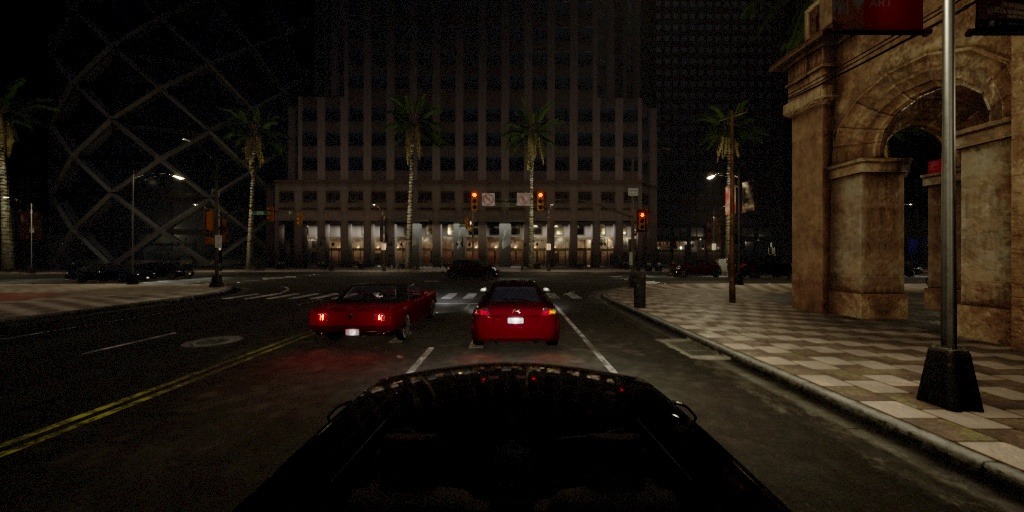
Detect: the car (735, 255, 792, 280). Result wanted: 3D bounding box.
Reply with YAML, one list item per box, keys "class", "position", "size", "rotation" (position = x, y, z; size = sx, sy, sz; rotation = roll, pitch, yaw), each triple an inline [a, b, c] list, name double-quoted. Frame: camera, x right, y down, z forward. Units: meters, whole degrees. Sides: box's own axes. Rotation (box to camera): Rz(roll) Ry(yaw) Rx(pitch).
- class: "car"
  position: [22.081, 0.971, 31.353]
  size: [5.566, 2.045, 2.150]
  rotation: [0, 0, 0]

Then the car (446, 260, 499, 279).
- class: "car"
  position: [-3.384, 1.102, 31.418]
  size: [4.553, 1.767, 2.097]
  rotation: [0, 0, 0]

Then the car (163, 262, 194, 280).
- class: "car"
  position: [-30.460, 1.276, 31.152]
  size: [4.674, 1.442, 1.812]
  rotation: [0, 0, -4]

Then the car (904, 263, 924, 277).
- class: "car"
  position: [36.676, 1.297, 35.004]
  size: [5.357, 1.411, 2.033]
  rotation: [0, 0, 0]

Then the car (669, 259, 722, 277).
- class: "car"
  position: [17.809, 1.102, 35.064]
  size: [4.553, 1.767, 2.097]
  rotation: [0, 0, 0]

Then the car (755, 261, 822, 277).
- class: "car"
  position: [26.903, 1.241, 35.039]
  size: [4.902, 1.511, 2.128]
  rotation: [0, 0, 0]

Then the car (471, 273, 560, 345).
- class: "car"
  position: [0.080, 1.314, 9.470]
  size: [1.994, 1.385, 4.181]
  rotation: [0, 0, 0]

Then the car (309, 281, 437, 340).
- class: "car"
  position: [-3.419, 1.351, 9.931]
  size: [1.895, 1.301, 4.718]
  rotation: [0, 0, 0]

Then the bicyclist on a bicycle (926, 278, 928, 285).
- class: "bicyclist on a bicycle"
  position: [24.674, 1.050, 20.563]
  size: [0.582, 1.620, 1.656]
  rotation: [0, 0, 0]

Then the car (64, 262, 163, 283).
- class: "car"
  position: [-30.997, 1.297, 27.774]
  size: [5.357, 1.411, 2.033]
  rotation: [0, 0, -3]
